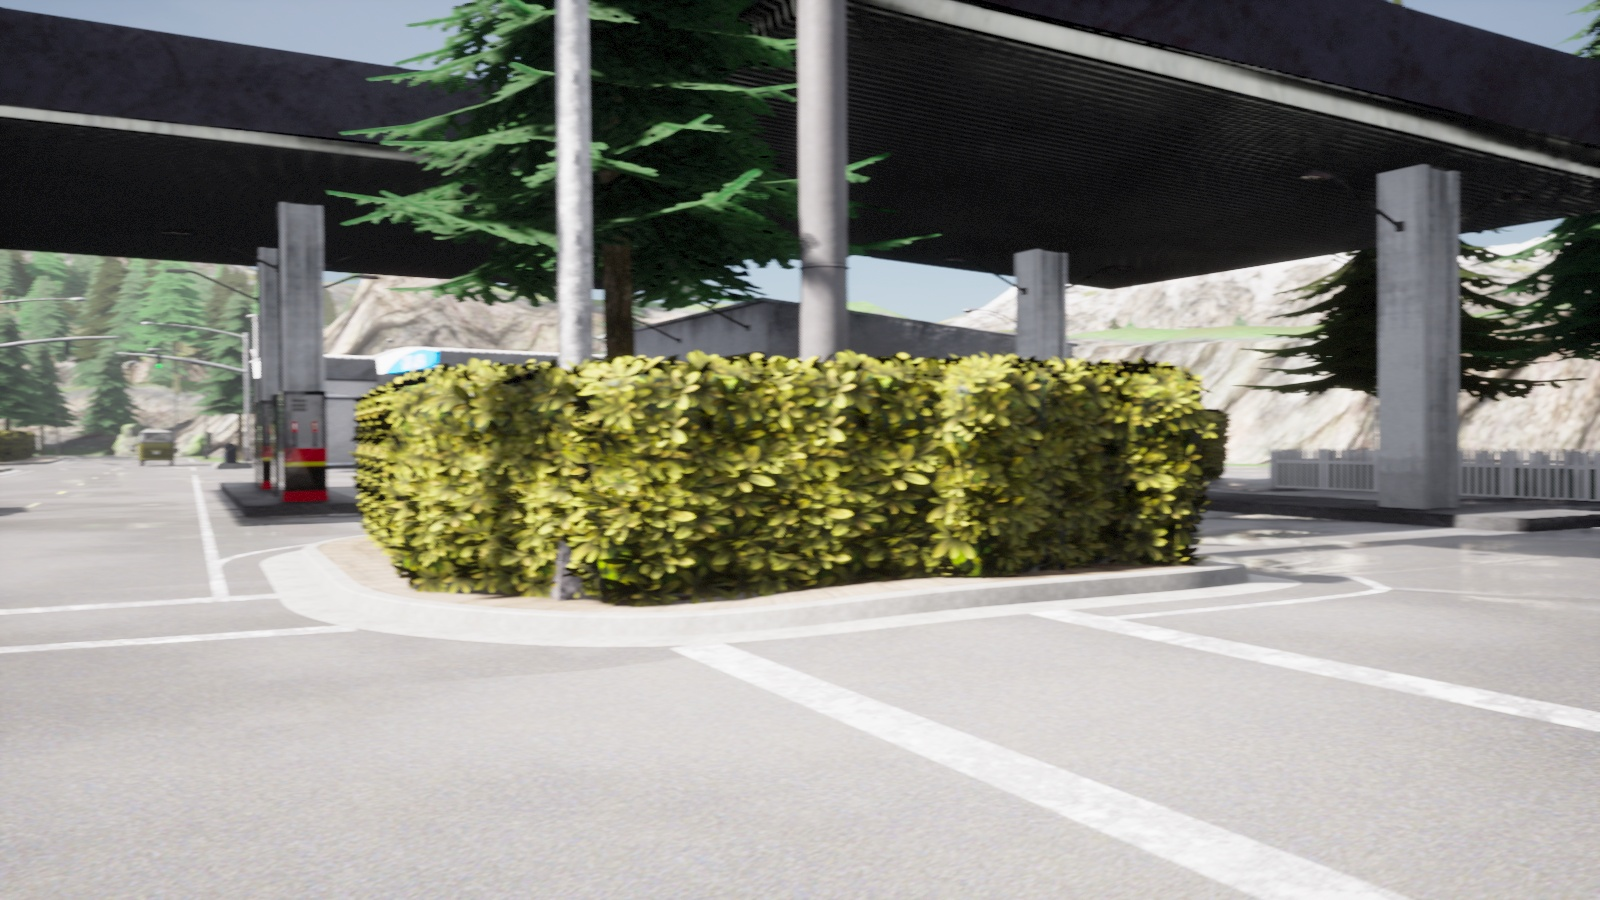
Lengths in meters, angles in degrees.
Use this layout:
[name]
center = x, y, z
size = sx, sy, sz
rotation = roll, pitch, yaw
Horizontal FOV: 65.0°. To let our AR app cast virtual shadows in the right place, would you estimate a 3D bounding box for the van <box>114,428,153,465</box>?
[van]
center = -36.572, -0.216, 68.935
size = 1.775, 1.987, 4.442
rotation = -1, 1, -27
